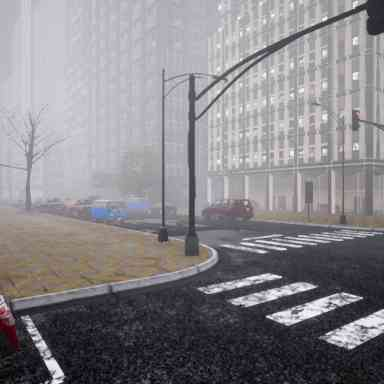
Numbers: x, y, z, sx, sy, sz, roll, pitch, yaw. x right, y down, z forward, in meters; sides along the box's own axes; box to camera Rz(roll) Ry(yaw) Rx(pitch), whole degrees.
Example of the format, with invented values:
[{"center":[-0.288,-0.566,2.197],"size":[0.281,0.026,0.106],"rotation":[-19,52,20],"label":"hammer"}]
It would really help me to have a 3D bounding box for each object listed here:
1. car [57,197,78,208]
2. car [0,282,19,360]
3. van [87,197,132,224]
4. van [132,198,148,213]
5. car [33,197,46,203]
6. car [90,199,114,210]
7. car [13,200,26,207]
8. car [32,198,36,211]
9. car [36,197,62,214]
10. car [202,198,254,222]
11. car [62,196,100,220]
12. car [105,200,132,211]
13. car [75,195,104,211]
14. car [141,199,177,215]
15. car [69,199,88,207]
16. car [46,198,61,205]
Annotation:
[{"center":[-20.780,1.721,55.202],"size":[2.097,1.767,4.553],"rotation":[0,0,-36],"label":"car"},{"center":[-4.240,1.440,3.532],"size":[4.097,1.590,1.967],"rotation":[0,0,-36],"label":"car"},{"center":[-6.646,1.499,26.428],"size":[1.690,1.788,3.998],"rotation":[0,0,-36],"label":"van"},{"center":[-6.658,1.586,40.568],"size":[1.690,1.788,3.998],"rotation":[0,0,-36],"label":"van"},{"center":[-39.084,2.063,85.088],"size":[1.882,1.535,5.008],"rotation":[0,0,-36],"label":"car"},{"center":[-13.519,1.844,49.878],"size":[1.752,1.417,4.829],"rotation":[0,0,-36],"label":"car"},{"center":[-30.309,1.994,58.532],"size":[1.802,1.307,4.206],"rotation":[0,0,-36],"label":"car"},{"center":[-20.168,1.745,44.773],"size":[1.967,1.590,4.097],"rotation":[0,0,-36],"label":"car"},{"center":[-16.788,1.584,40.187],"size":[2.192,1.841,5.009],"rotation":[0,0,-36],"label":"car"},{"center":[2.900,1.454,27.602],"size":[2.192,1.841,5.009],"rotation":[0,0,-36],"label":"car"},{"center":[-10.027,1.510,31.014],"size":[2.192,1.841,5.009],"rotation":[0,0,-36],"label":"car"},{"center":[-10.037,1.847,45.154],"size":[1.947,1.339,4.313],"rotation":[0,0,-36],"label":"car"},{"center":[-14.473,1.524,46.717],"size":[2.150,2.045,5.566],"rotation":[0,0,-36],"label":"car"},{"center":[-3.276,1.758,35.981],"size":[2.008,1.369,4.403],"rotation":[0,0,-36],"label":"car"},{"center":[-20.179,1.940,58.913],"size":[2.008,1.369,4.403],"rotation":[0,0,-36],"label":"car"},{"center":[-30.322,2.061,72.673],"size":[1.947,1.339,4.313],"rotation":[0,0,-36],"label":"car"}]
